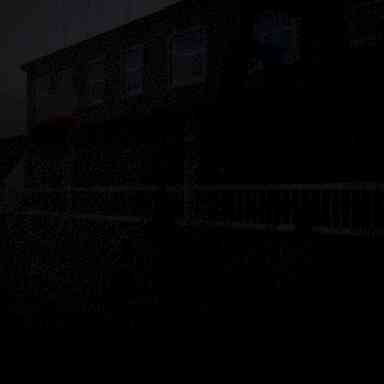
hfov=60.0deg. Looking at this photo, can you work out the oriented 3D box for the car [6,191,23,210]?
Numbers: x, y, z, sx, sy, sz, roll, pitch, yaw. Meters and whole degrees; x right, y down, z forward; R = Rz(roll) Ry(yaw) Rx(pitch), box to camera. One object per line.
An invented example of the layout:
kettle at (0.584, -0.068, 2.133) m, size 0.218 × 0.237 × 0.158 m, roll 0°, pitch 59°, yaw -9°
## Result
car at (-14.644, 0.700, 28.980) m, size 1.994 × 1.385 × 4.181 m, roll 0°, pitch 18°, yaw 34°
